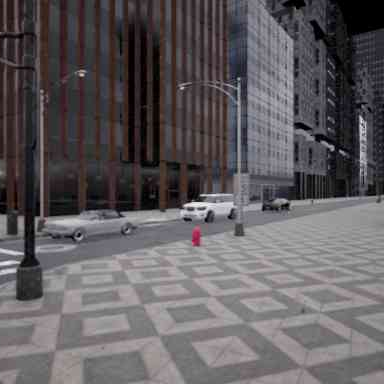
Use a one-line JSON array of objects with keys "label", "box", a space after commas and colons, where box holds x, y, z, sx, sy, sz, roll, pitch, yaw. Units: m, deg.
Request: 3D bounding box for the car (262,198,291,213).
[{"label": "car", "box": [9.268, 1.391, 36.352, 1.882, 1.535, 5.008, 0, 0, 35]}]

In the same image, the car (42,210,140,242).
[{"label": "car", "box": [-4.843, 1.577, 16.501, 1.895, 1.301, 4.718, 0, 0, 35]}]

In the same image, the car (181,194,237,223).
[{"label": "car", "box": [1.444, 1.169, 25.377, 2.150, 2.045, 5.566, 0, 0, 36]}]
